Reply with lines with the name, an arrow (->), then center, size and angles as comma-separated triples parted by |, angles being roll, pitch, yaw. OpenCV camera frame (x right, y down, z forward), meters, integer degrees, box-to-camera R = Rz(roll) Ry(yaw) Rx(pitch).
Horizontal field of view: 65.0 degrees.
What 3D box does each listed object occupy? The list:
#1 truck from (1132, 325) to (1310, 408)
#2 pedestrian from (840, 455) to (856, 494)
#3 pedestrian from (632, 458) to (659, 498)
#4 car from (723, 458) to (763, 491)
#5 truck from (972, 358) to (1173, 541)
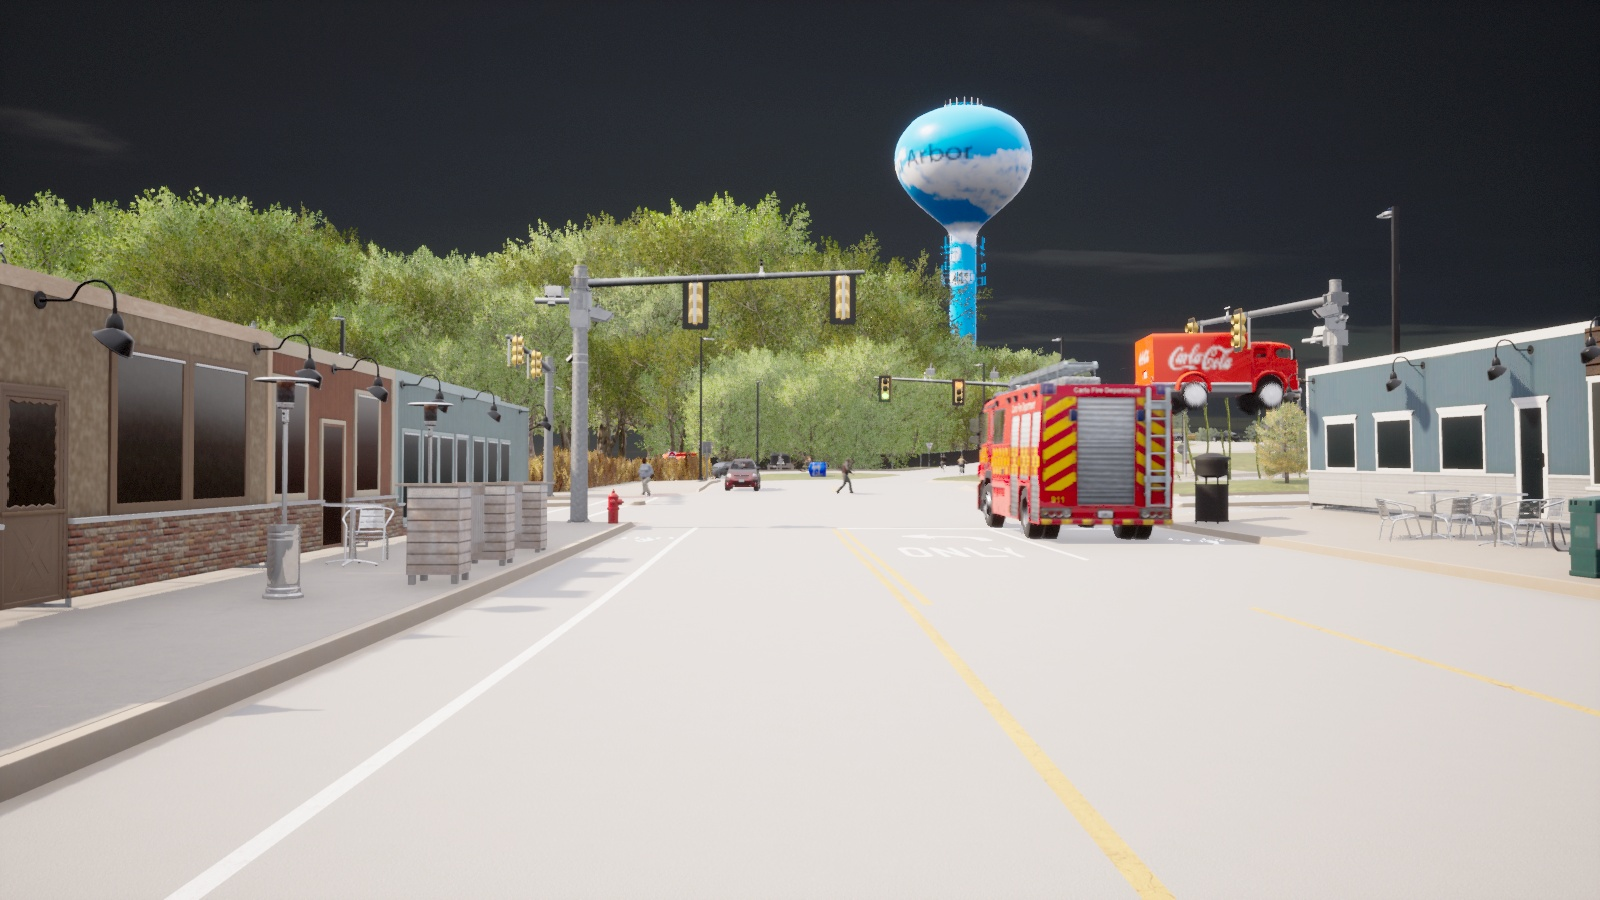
truck -> 14.483, -2.842, 43.502 | 5.204, 2.467, 2.627 | -1, -3, 0
pedestrian -> 2.288, 1.178, 60.305 | 0.720, 1.854, 0.376 | 0, -1, -4
pedestrian -> -7.248, 1.307, 58.883 | 0.874, 1.855, 0.900 | -1, -1, 30
car -> -2.920, 1.248, 64.968 | 1.851, 1.617, 3.988 | 0, 1, 0
truck -> 6.294, 0.029, 30.561 | 2.891, 3.827, 8.468 | 0, -1, -1
